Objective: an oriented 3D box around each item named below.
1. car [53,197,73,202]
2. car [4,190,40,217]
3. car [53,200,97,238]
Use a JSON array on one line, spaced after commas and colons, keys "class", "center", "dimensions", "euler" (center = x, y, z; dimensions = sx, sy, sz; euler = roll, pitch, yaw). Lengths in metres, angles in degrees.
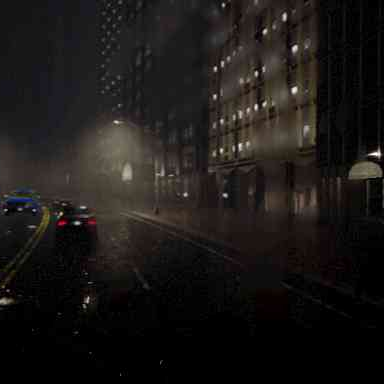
[{"class": "car", "center": [-13.394, 1.171, 34.703], "dimensions": [1.994, 1.385, 4.181], "euler": [1, 0, -25]}, {"class": "car", "center": [-13.448, 0.851, 26.486], "dimensions": [2.150, 2.045, 5.566], "euler": [1, 0, -23]}, {"class": "car", "center": [-5.779, 1.365, 16.579], "dimensions": [2.033, 1.411, 5.357], "euler": [1, 0, -20]}]
